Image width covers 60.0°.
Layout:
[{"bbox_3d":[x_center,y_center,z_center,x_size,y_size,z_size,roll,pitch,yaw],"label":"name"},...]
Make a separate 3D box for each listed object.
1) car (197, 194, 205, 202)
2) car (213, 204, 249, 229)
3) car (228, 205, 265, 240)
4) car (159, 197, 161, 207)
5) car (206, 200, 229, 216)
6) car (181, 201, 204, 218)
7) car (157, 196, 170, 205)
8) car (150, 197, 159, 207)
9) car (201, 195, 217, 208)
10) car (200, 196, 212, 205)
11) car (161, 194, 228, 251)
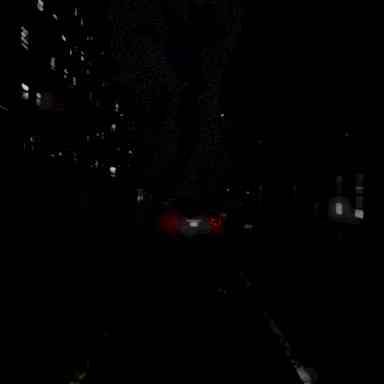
[{"bbox_3d":[2.242,1.486,83.557,2.097,1.767,4.553,0,0,0],"label":"car"},{"bbox_3d":[2.517,1.574,22.621,1.887,1.381,4.507,-1,0,0],"label":"car"},{"bbox_3d":[2.519,1.588,16.957,1.947,1.339,4.313,-1,0,0],"label":"car"},{"bbox_3d":[-2.852,1.284,45.744,2.150,2.045,5.566,0,0,0],"label":"car"},{"bbox_3d":[2.515,1.597,33.950,2.008,1.369,4.403,-1,0,0],"label":"car"},{"bbox_3d":[0.081,1.606,31.259,1.994,1.385,4.181,0,0,0],"label":"car"},{"bbox_3d":[-5.341,1.533,62.478,1.967,1.590,4.097,-1,0,0],"label":"car"},{"bbox_3d":[-5.338,1.513,51.175,1.967,1.590,4.097,-1,0,0],"label":"car"},{"bbox_3d":[2.529,1.388,50.944,2.192,1.841,5.009,-1,0,0],"label":"car"},{"bbox_3d":[2.543,1.533,62.272,1.967,1.590,4.097,-1,0,0],"label":"car"},{"bbox_3d":[0.083,1.238,14.357,2.150,2.045,5.566,0,0,0],"label":"car"}]
